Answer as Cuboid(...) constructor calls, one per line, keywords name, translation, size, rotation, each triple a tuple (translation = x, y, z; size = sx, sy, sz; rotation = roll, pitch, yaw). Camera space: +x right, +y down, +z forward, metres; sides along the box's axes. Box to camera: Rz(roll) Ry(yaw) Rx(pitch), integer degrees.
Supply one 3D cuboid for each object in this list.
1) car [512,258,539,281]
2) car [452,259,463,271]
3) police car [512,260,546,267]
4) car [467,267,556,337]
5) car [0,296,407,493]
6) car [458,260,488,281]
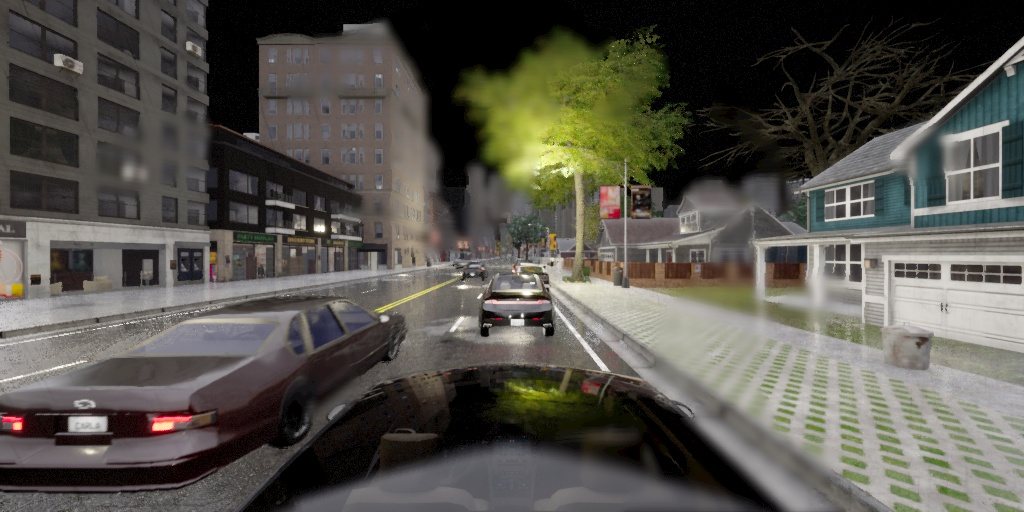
Cuboid(name="car", translation=(1.054, 1.081, 30.388), size=(2.097, 1.767, 4.553), rotation=(0, 0, 0))
Cuboid(name="car", translation=(-6.468, 1.259, 48.736), size=(2.033, 1.411, 5.357), rotation=(0, 0, 0))
Cuboid(name="police car", translation=(1.027, 1.165, 20.528), size=(1.930, 1.638, 5.238), rotation=(0, 0, 0))
Cuboid(name="car", translation=(0.122, 1.239, 10.278), size=(2.128, 1.511, 4.902), rotation=(0, 0, 0))
Cuboid(name="car", translation=(-3.142, 1.296, 5.170), size=(2.033, 1.411, 5.357), rotation=(0, 0, 0))
Cuboid(name="car", translation=(-3.071, 1.255, 30.215), size=(1.812, 1.442, 4.674), rotation=(0, 0, 0))
